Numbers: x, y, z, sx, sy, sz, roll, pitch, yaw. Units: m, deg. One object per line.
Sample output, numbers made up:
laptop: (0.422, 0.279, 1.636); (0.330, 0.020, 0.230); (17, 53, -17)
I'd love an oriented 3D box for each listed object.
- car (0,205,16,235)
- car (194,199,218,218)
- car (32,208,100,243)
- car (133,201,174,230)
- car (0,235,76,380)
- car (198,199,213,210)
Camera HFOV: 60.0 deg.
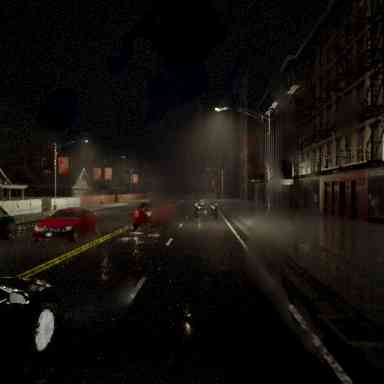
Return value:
car: (-9.284, 1.347, 13.581); (2.097, 1.767, 4.553); (0, 0, 2)
car: (1.248, 1.469, 29.613); (2.128, 1.511, 4.902); (0, 0, 2)
car: (-5.922, 1.519, 16.276); (1.812, 1.442, 4.674); (0, 0, 2)
car: (-2.314, 1.340, 21.140); (2.097, 1.767, 4.553); (0, 0, 2)
car: (-2.973, 1.504, 3.120); (1.837, 1.490, 4.892); (0, 0, 2)
car: (1.747, 1.556, 43.279); (1.895, 1.301, 4.718); (0, 0, 2)
